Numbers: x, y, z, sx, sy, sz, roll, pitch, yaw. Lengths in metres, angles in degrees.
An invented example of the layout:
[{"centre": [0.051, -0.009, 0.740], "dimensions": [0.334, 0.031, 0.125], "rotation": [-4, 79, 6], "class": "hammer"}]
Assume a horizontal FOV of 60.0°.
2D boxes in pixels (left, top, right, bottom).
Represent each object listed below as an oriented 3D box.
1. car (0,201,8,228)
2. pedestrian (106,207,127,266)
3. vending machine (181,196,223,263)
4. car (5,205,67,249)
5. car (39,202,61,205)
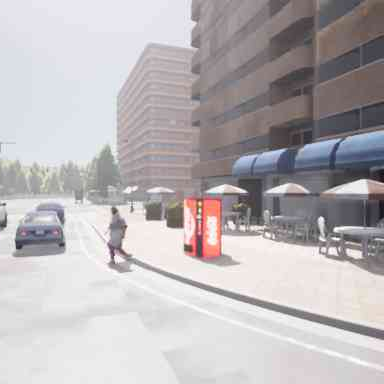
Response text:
[{"centre": [-11.976, 1.199, 18.872], "dimensions": [2.150, 2.045, 5.566], "rotation": [0, 0, -21], "class": "car"}, {"centre": [-2.334, 1.286, 10.326], "dimensions": [0.375, 1.860, 0.375], "rotation": [0, 0, -32], "class": "pedestrian"}, {"centre": [0.340, 1.189, 11.108], "dimensions": [1.100, 2.100, 0.880], "rotation": [0, 0, -34], "class": "vending machine"}, {"centre": [-6.529, 1.533, 14.528], "dimensions": [2.033, 1.411, 5.357], "rotation": [0, 0, -22], "class": "car"}, {"centre": [-10.077, 1.454, 23.675], "dimensions": [1.882, 1.535, 5.008], "rotation": [0, 0, -21], "class": "car"}]
